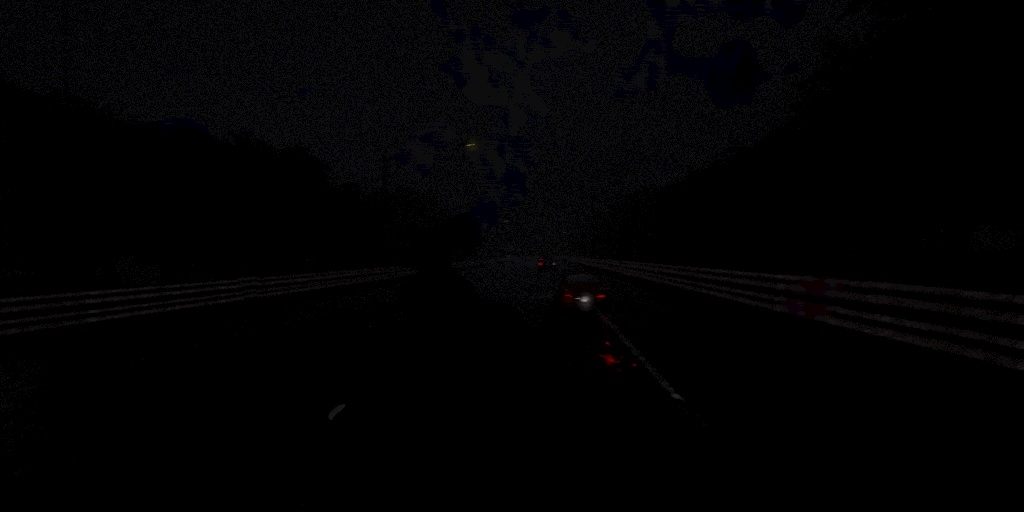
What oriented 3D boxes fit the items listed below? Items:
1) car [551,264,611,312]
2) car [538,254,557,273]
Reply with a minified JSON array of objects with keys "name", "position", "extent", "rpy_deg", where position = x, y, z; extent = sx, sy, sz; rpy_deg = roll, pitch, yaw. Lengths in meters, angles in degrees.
[{"name":"car","position":[2.564,1.186,13.706],"extent":[1.812,1.442,4.674],"rpy_deg":[-2,0,6]},{"name":"car","position":[4.145,0.939,41.767],"extent":[2.097,1.767,4.553],"rpy_deg":[-2,0,6]}]
